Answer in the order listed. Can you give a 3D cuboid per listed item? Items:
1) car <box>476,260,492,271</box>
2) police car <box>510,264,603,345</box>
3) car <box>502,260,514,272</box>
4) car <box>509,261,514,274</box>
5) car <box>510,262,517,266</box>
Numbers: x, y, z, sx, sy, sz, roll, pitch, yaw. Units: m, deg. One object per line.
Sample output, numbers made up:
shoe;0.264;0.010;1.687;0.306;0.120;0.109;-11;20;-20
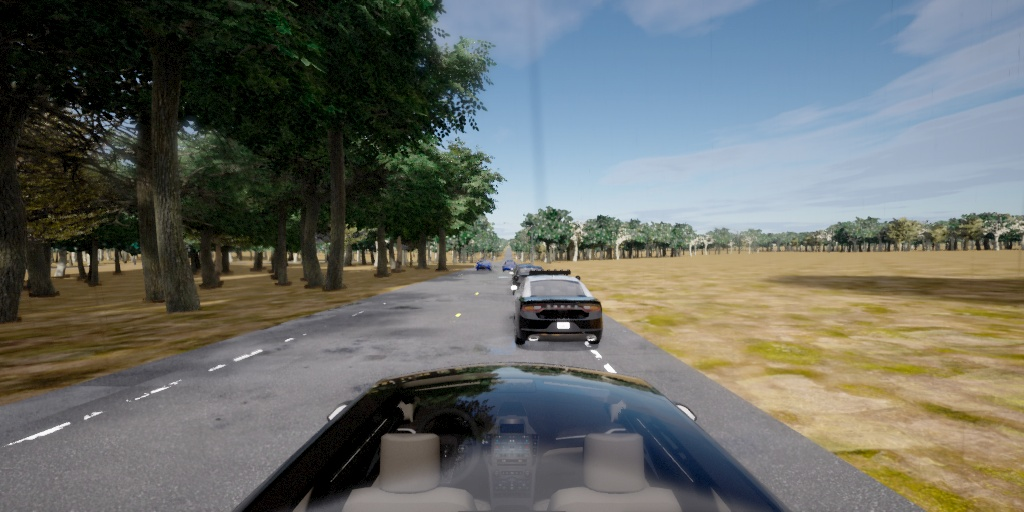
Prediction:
car;-3.791;1.263;48.710;1.882;1.535;5.008;0;0;0
police car;1.001;1.173;9.676;1.930;1.638;5.238;0;0;0
car;-0.254;1.346;47.265;1.994;1.385;4.181;0;0;0
car;0.903;1.279;25.572;1.812;1.442;4.674;0;0;0
car;0.940;1.255;19.569;1.837;1.490;4.892;0;0;0
